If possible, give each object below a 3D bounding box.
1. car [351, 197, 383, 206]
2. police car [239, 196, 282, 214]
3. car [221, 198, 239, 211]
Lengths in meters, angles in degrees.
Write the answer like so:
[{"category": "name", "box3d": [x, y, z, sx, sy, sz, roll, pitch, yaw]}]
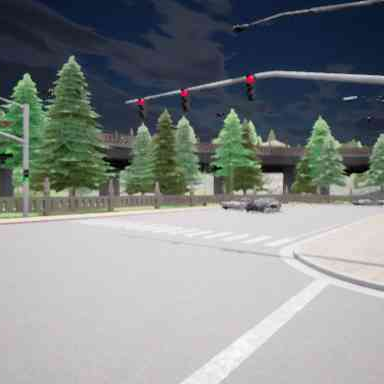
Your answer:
[{"category": "car", "box3d": [26.030, 1.461, 49.199, 4.718, 1.301, 1.895, 1, 0, -13]}, {"category": "police car", "box3d": [6.952, 1.208, 32.171, 1.930, 1.638, 5.238, 1, 0, 39]}, {"category": "car", "box3d": [5.174, 1.331, 36.062, 1.895, 1.301, 4.718, 1, 1, 40]}]
